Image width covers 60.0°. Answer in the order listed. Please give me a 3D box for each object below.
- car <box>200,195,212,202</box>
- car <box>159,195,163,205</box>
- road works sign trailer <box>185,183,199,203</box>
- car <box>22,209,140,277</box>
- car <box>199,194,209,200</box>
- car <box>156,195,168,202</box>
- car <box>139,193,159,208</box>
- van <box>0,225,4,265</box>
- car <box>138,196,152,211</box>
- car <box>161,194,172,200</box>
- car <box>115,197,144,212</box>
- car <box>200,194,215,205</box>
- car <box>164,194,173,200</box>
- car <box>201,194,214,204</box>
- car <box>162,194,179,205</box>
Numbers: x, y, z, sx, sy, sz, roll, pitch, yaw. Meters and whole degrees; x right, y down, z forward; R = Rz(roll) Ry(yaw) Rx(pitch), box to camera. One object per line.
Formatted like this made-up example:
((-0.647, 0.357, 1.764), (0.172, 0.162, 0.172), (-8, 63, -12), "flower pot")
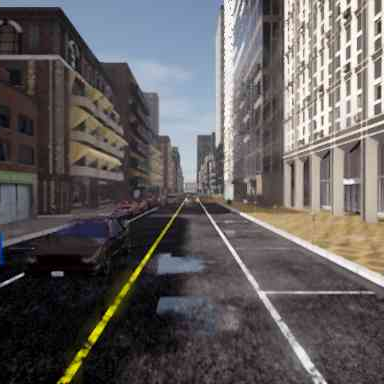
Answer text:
((2.677, 1.209, 63.396), (2.008, 1.369, 4.403), (0, 0, 0), "car")
((-5.701, 1.156, 52.097), (1.967, 1.590, 4.097), (0, 0, 0), "car")
((-0.011, 0.151, 57.900), (2.380, 3.560, 2.880), (0, 0, 0), "road works sign trailer")
((-3.104, 1.487, 10.331), (2.033, 1.411, 5.357), (0, 0, 0), "car")
((2.676, 1.170, 74.693), (1.947, 1.339, 4.313), (0, 0, 0), "car")
((-5.703, 1.210, 63.394), (2.008, 1.369, 4.403), (0, 0, 0), "car")
((-5.699, 1.089, 40.799), (2.192, 1.841, 5.009), (0, 0, 0), "car")
((-5.692, 1.301, 6.909), (1.690, 1.788, 3.998), (0, 0, 0), "van")
((-5.698, 1.385, 35.152), (1.802, 1.307, 4.206), (0, 0, 0), "car")
((-5.706, 1.170, 74.691), (1.947, 1.339, 4.313), (0, 0, 0), "car")
((-5.697, 1.415, 29.503), (1.802, 1.307, 4.206), (0, 0, 0), "car")
((2.680, 1.240, 52.269), (1.752, 1.417, 4.829), (0, 0, 0), "car")
((-5.706, 1.104, 80.170), (1.752, 1.417, 4.829), (0, 0, 0), "car")
((2.679, 1.127, 57.746), (1.967, 1.590, 4.097), (0, 0, 0), "car")
((-3.088, 1.246, 51.332), (1.812, 1.442, 4.674), (0, 0, 0), "car")
